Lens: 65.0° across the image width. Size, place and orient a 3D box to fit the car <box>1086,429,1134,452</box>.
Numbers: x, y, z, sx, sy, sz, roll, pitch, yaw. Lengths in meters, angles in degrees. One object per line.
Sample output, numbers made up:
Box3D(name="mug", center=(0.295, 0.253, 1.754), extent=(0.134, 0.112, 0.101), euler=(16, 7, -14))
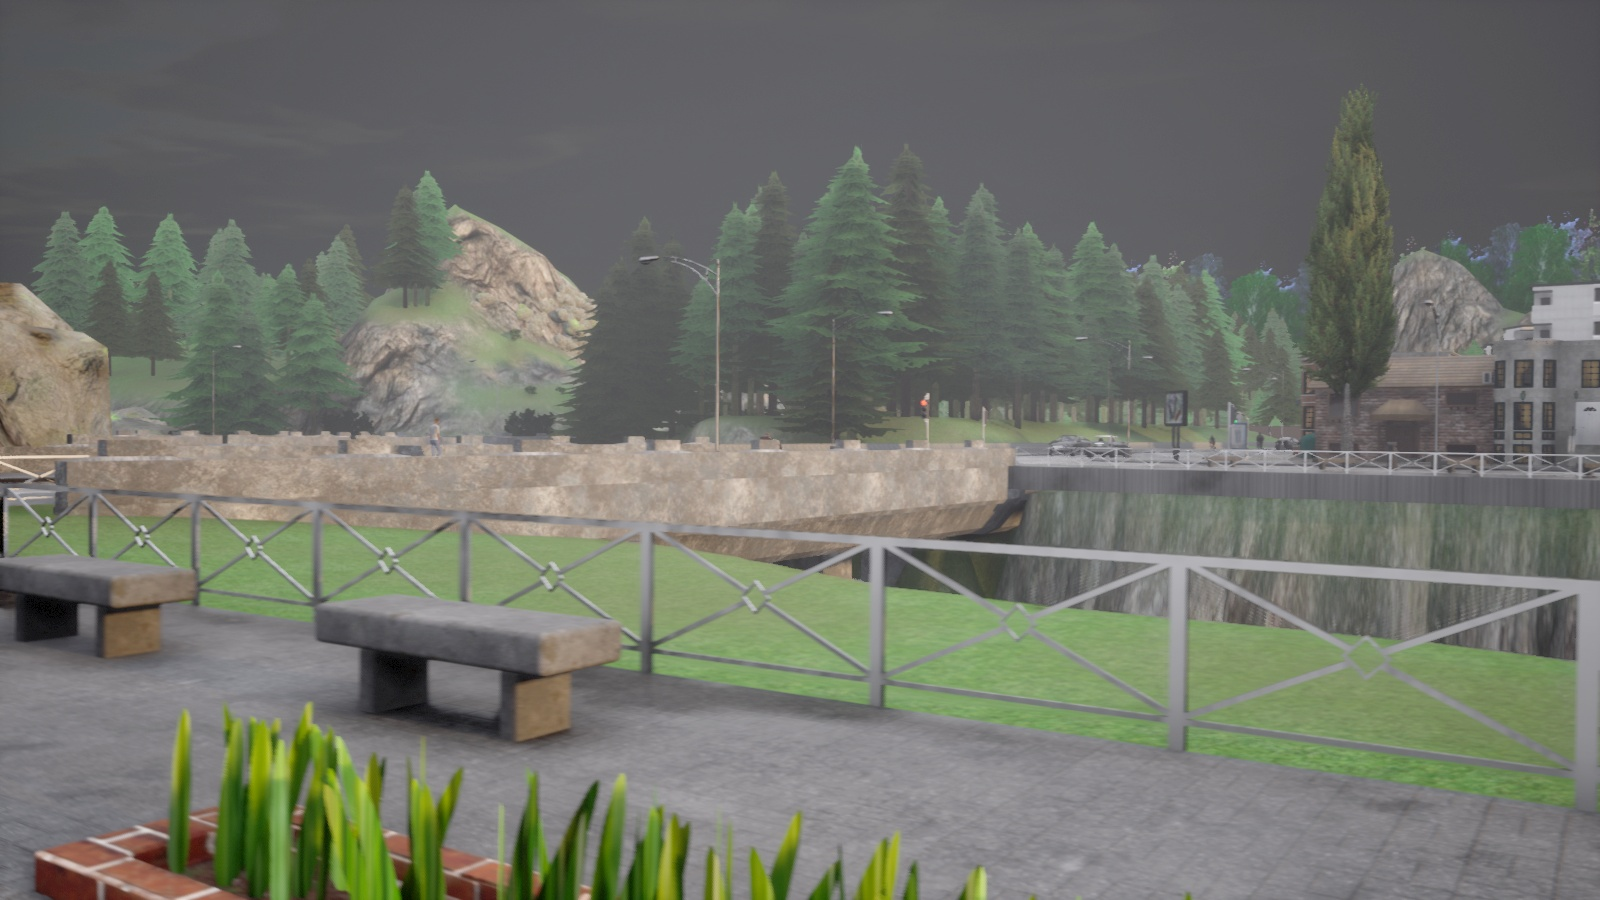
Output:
Box3D(name="car", center=(20.729, -0.636, 83.878), extent=(1.970, 1.475, 3.806), euler=(0, 1, 34))

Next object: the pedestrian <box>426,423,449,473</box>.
Box3D(name="pedestrian", center=(-13.573, -0.078, 47.029), extent=(0.354, 1.836, 0.706), euler=(0, 1, 35))

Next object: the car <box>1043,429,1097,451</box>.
Box3D(name="car", center=(19.093, -0.695, 88.658), extent=(2.128, 1.511, 4.902), euler=(0, 1, 33))
